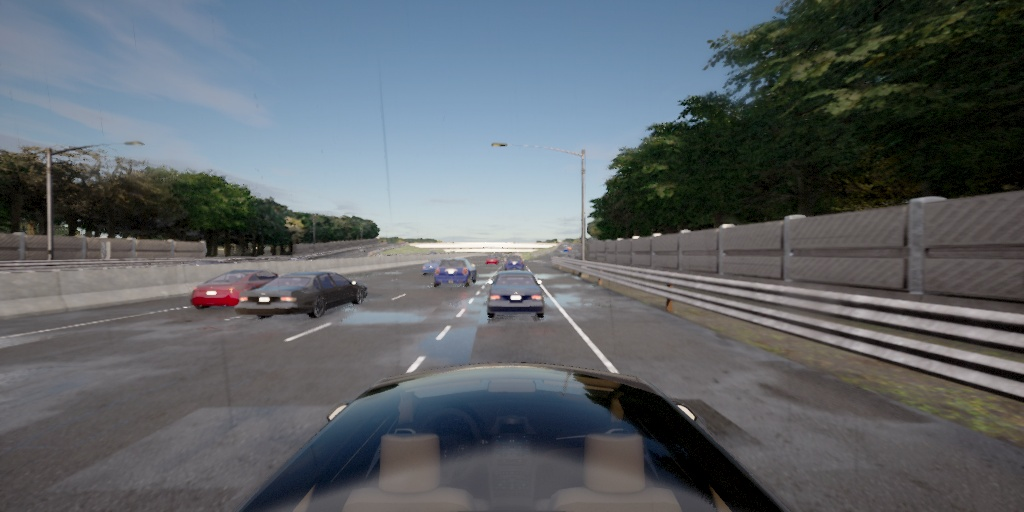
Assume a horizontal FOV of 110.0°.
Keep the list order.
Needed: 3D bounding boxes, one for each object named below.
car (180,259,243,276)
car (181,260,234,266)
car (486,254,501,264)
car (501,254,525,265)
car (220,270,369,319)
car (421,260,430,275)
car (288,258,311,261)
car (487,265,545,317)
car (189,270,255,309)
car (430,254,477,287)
[{"bbox_3d":[-27.949,1.023,33.578,1.895,1.301,4.718,0,1,1],"label":"car"},{"bbox_3d":[-24.502,1.055,28.180,1.994,1.385,4.181,0,1,0],"label":"car"},{"bbox_3d":[-3.167,0.658,58.886,1.994,1.385,4.181,0,1,0],"label":"car"},{"bbox_3d":[0.255,0.716,37.842,2.097,1.767,4.553,0,1,0],"label":"car"},{"bbox_3d":[-6.882,1.231,12.480,2.033,1.411,5.357,0,1,0],"label":"car"},{"bbox_3d":[-6.786,0.979,32.682,2.033,1.411,5.357,0,1,0],"label":"car"},{"bbox_3d":[-20.926,0.947,35.236,2.033,1.411,5.357,0,1,1],"label":"car"},{"bbox_3d":[0.119,1.227,12.850,2.033,1.411,5.357,0,1,0],"label":"car"},{"bbox_3d":[-10.375,1.228,14.398,1.994,1.385,4.181,0,1,0],"label":"car"},{"bbox_3d":[-3.445,0.915,22.481,2.097,1.767,4.553,0,1,0],"label":"car"}]
